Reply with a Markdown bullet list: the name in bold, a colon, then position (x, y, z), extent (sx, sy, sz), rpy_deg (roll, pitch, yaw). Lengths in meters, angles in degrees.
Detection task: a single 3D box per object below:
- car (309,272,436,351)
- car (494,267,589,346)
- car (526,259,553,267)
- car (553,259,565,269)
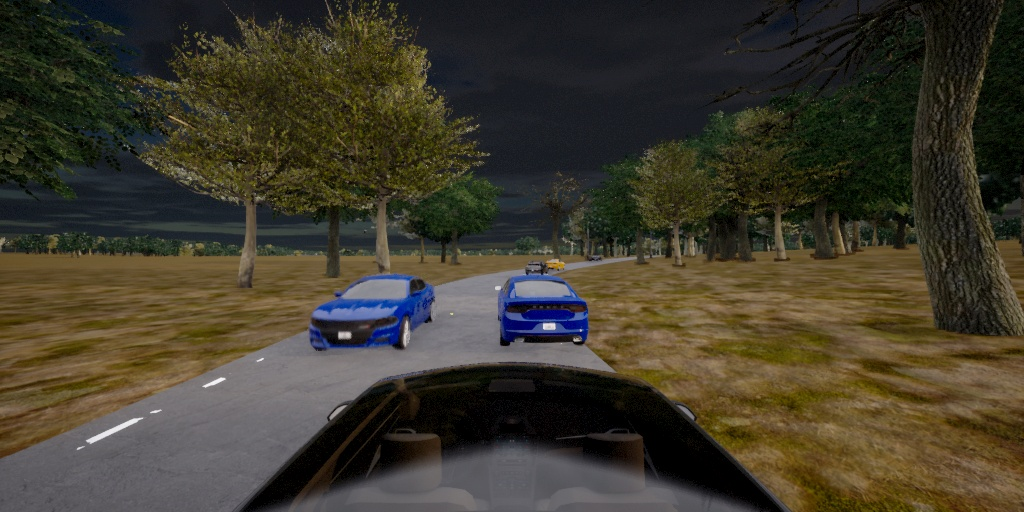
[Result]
- **car**: position (-3.237, 1.227, 9.256), extent (1.882, 1.535, 5.008), rpy_deg (0, 0, -2)
- **car**: position (0.585, 1.228, 9.491), extent (1.882, 1.535, 5.008), rpy_deg (0, 0, -3)
- **car**: position (2.714, 1.233, 38.458), extent (2.128, 1.511, 4.902), rpy_deg (0, 0, 15)
- **car**: position (5.817, 1.148, 48.347), extent (1.882, 1.535, 5.008), rpy_deg (0, 1, 21)
